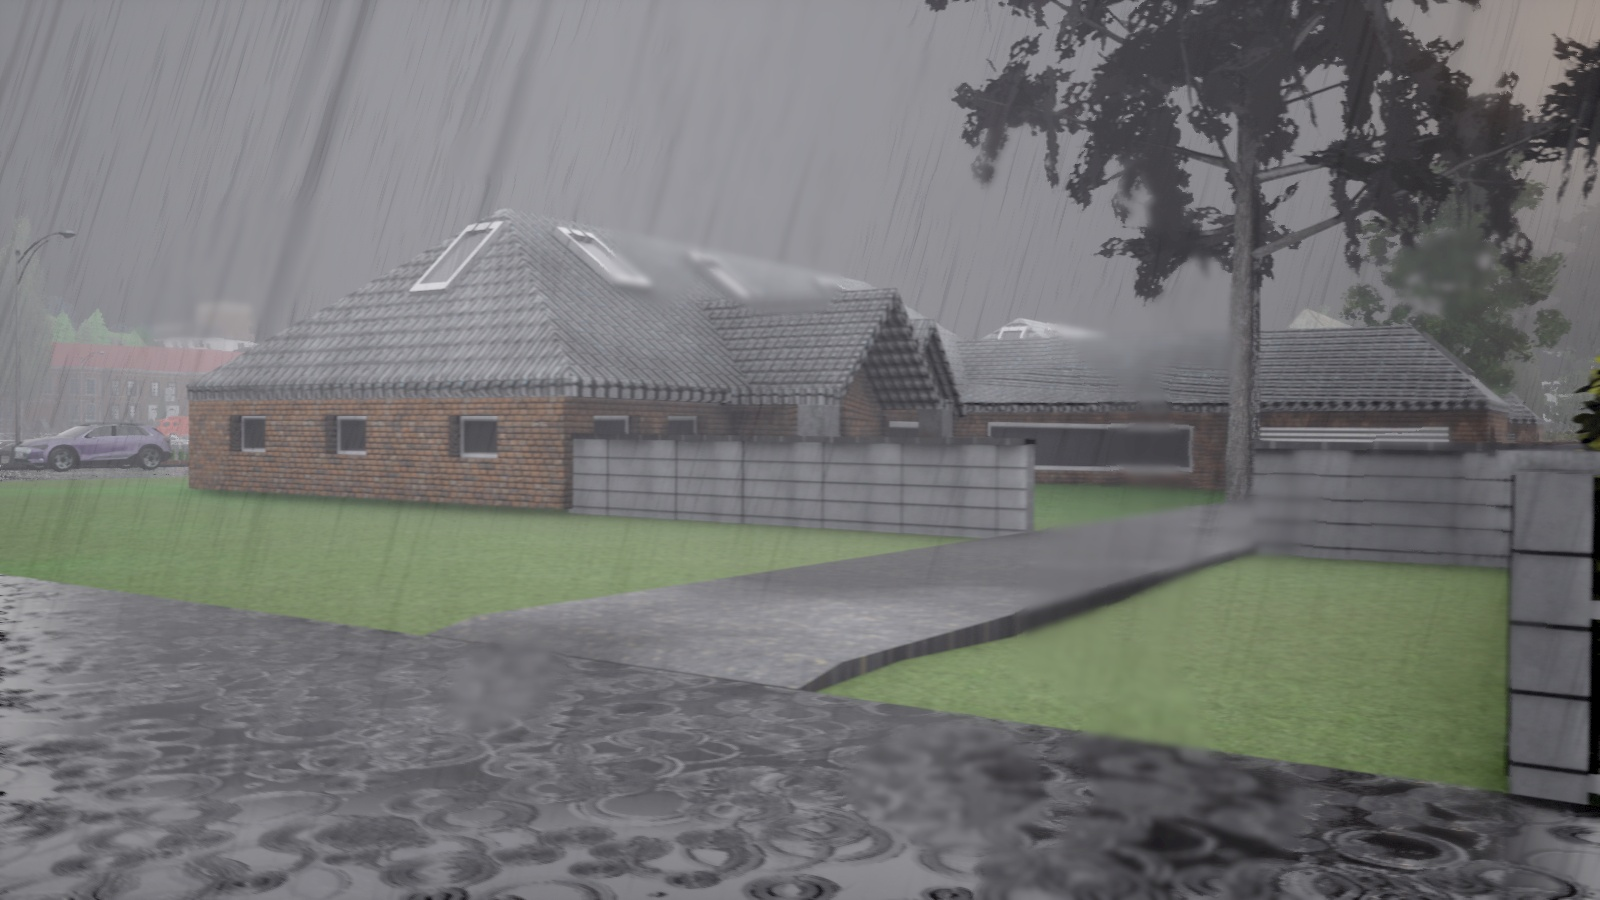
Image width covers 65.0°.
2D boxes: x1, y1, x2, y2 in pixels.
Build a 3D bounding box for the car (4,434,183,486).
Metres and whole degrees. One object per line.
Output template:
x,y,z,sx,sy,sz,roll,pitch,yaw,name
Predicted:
-23.849,0.297,42.583,2.033,1.649,4.856,0,1,34,car
